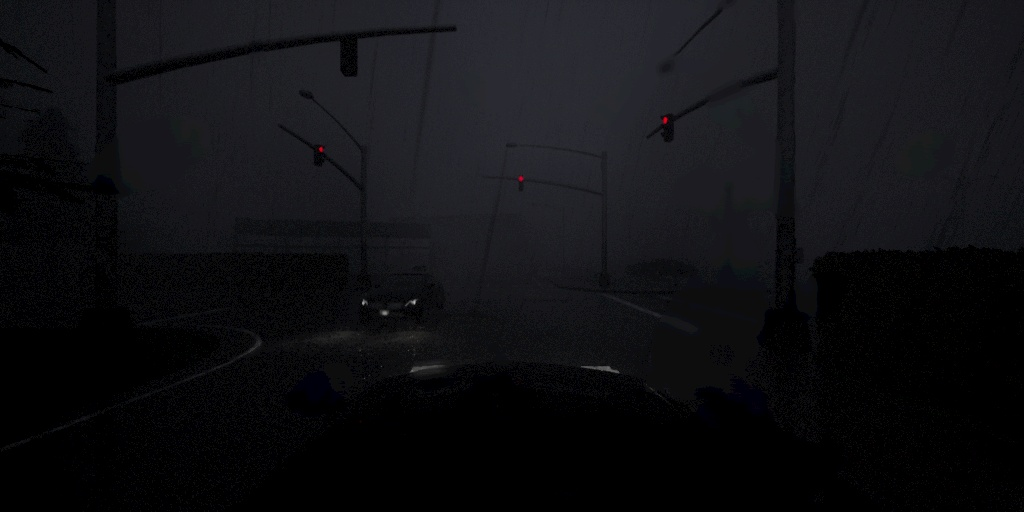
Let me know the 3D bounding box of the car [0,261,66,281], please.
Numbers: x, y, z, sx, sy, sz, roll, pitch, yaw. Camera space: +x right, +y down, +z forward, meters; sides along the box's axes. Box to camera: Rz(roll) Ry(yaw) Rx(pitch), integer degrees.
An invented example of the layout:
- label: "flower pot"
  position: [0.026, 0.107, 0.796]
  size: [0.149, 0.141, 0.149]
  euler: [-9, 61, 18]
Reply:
- label: "car"
  position: [-40.744, 1.198, 29.895]
  size: [1.882, 1.535, 5.008]
  euler: [0, 0, -5]

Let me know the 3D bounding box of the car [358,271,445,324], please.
- label: "car"
  position: [-3.444, 1.265, 12.054]
  size: [1.812, 1.442, 4.674]
  euler: [0, 0, 0]
